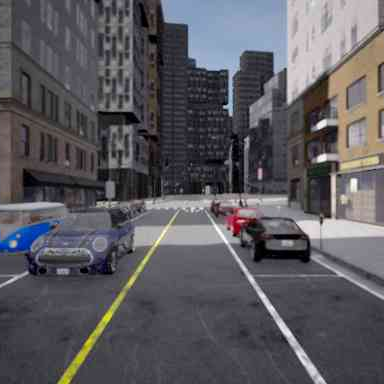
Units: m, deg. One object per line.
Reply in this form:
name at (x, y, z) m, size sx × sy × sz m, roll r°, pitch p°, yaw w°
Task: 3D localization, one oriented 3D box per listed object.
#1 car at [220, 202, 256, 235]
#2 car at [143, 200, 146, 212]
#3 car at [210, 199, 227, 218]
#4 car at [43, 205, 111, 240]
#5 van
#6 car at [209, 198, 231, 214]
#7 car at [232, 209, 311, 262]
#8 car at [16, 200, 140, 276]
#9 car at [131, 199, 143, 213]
car at (2.772, 1.467, 17.338) m, size 1.887 × 1.381 × 4.507 m, roll 1°, pitch 0°, yaw 0°
car at (-5.753, 1.388, 34.166) m, size 1.887 × 1.381 × 4.507 m, roll 1°, pitch 0°, yaw 0°
car at (2.771, 1.452, 28.557) m, size 1.802 × 1.307 × 4.206 m, roll 1°, pitch 0°, yaw 0°
car at (-5.753, 1.474, 17.339) m, size 2.008 × 1.369 × 4.403 m, roll 1°, pitch 0°, yaw 0°
van at (-5.750, 1.289, 11.729) m, size 1.690 × 1.788 × 3.998 m, roll 1°, pitch 0°, yaw 0°
car at (2.772, 1.388, 34.166) m, size 1.887 × 1.381 × 4.507 m, roll 1°, pitch 0°, yaw 0°
car at (2.772, 1.514, 11.729) m, size 1.947 × 1.339 × 4.313 m, roll 1°, pitch 0°, yaw 0°
car at (-3.101, 1.307, 10.246) m, size 2.097 × 1.767 × 4.553 m, roll 0°, pitch 0°, yaw 0°
car at (-5.753, 1.421, 28.558) m, size 2.008 × 1.369 × 4.403 m, roll 1°, pitch 0°, yaw 0°
